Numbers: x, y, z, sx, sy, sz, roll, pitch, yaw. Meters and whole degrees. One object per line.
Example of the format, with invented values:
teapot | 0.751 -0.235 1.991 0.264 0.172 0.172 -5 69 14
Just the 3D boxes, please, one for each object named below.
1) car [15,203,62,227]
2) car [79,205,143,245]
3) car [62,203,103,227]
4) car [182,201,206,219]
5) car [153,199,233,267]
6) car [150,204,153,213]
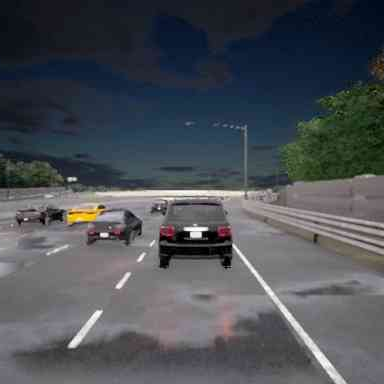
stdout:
car | -10.383 1.509 23.227 2.128 1.511 4.902 0 0 0
car | -3.488 1.537 15.510 1.812 1.442 4.674 0 0 0
car | -6.882 1.495 22.842 1.882 1.535 5.008 0 0 0
car | 0.240 1.584 30.387 1.994 1.385 4.181 0 0 2
car | 0.109 1.230 11.544 2.150 2.045 5.566 0 0 0
car | -3.473 1.553 37.422 1.812 1.442 4.674 0 0 0
